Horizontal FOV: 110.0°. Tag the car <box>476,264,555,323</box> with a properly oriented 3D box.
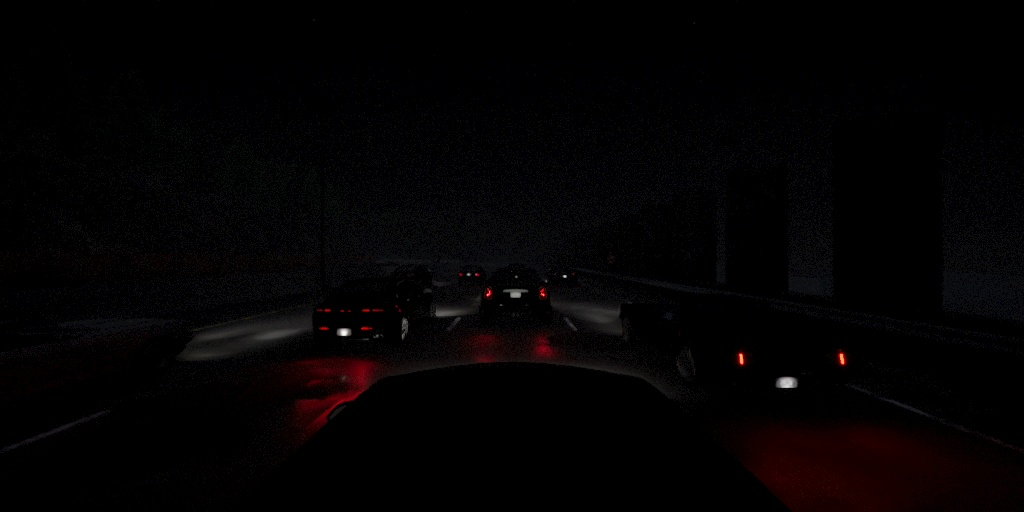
[{"bbox_3d":[0.114,1.159,12.480,2.097,1.767,4.553,0,0,0],"label":"car"}]

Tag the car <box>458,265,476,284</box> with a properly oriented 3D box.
[{"bbox_3d":[-3.131,1.446,29.046,2.033,1.411,5.357,0,0,1],"label":"car"}]

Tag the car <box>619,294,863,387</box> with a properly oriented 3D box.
[{"bbox_3d":[3.602,1.379,6.919,1.895,1.301,4.718,0,0,0],"label":"car"}]

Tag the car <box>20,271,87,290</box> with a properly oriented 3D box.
[{"bbox_3d":[-24.545,1.439,17.589,1.895,1.301,4.718,0,0,1],"label":"car"}]

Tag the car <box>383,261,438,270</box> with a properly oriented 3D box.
[{"bbox_3d":[-6.727,1.351,24.433,1.882,1.535,5.008,0,0,1],"label":"car"}]

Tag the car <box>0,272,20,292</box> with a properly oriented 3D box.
[{"bbox_3d":[-21.093,1.029,11.706,2.150,2.045,5.566,0,-1,0],"label":"car"}]

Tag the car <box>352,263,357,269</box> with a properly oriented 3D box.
[{"bbox_3d":[-23.821,1.610,59.178,2.033,1.411,5.357,0,0,0],"label":"car"}]

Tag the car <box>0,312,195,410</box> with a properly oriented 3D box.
[{"bbox_3d":[-6.898,1.367,4.556,1.895,1.301,4.718,0,0,0],"label":"car"}]

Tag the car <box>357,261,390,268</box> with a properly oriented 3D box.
[{"bbox_3d":[-16.977,1.548,44.566,1.994,1.385,4.181,0,0,1],"label":"car"}]

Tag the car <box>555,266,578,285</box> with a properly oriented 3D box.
[{"bbox_3d":[3.851,1.455,27.853,1.994,1.385,4.181,0,0,1],"label":"car"}]

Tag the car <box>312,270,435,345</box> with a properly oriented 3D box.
[{"bbox_3d":[-3.393,1.299,9.670,1.837,1.490,4.892,0,0,0],"label":"car"}]
